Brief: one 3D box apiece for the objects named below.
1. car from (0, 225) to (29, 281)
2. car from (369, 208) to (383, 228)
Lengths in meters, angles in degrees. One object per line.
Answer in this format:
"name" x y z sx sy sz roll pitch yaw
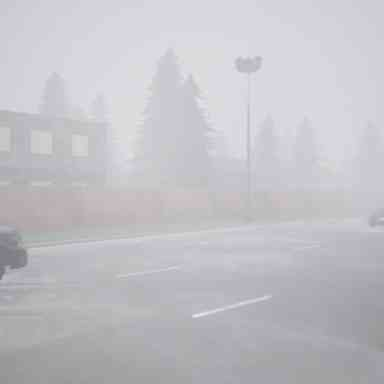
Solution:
"car" -6.805 1.218 7.490 5.566 2.045 2.150 0 0 -35
"car" 13.529 1.656 21.983 4.181 1.385 1.994 0 0 -35
